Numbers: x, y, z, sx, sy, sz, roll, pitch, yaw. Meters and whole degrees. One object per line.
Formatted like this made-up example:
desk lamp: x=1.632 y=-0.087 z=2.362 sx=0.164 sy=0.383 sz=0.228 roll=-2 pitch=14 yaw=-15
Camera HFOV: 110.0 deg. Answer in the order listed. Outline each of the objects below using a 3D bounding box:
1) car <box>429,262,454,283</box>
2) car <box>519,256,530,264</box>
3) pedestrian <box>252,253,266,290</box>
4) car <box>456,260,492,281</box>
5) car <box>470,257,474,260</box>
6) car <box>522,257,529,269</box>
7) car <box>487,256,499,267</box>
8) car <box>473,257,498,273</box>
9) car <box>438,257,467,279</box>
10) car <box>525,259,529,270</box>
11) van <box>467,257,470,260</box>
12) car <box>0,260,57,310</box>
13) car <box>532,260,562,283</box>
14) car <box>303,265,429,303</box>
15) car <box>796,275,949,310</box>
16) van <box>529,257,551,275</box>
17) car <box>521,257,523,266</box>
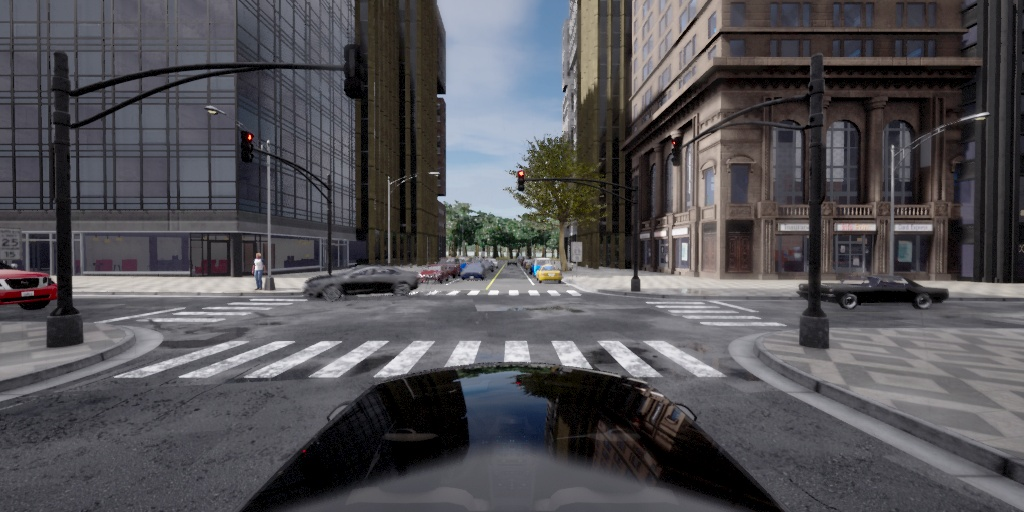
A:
car: x=-5.785 y=1.310 z=26.973 sx=1.802 sy=1.307 sz=4.207 roll=0 pitch=0 yaw=0
car: x=2.711 y=1.201 z=61.067 sx=2.007 sy=1.370 sz=4.403 roll=0 pitch=0 yaw=0
pedestrian: x=-12.537 y=0.740 z=17.796 sx=0.375 sy=1.860 sz=0.375 roll=0 pitch=0 yaw=0
car: x=-3.123 y=1.270 z=30.402 sx=2.033 sy=1.411 sz=5.357 roll=0 pitch=0 yaw=0
car: x=-5.800 y=1.010 z=44.014 sx=2.192 sy=1.841 sz=5.009 roll=0 pitch=0 yaw=0
car: x=2.721 y=1.207 z=49.879 sx=1.751 sy=1.417 sz=4.829 roll=0 pitch=0 yaw=0
car: x=-3.098 y=1.192 z=55.151 sx=1.812 sy=1.442 sz=4.674 roll=0 pitch=0 yaw=0
car: x=-3.129 y=1.188 z=43.439 sx=2.128 sy=1.511 sz=4.902 roll=0 pitch=0 yaw=0
car: x=-5.790 y=1.033 z=32.654 sx=2.192 sy=1.841 sz=5.009 roll=0 pitch=0 yaw=0
car: x=2.730 y=1.274 z=38.349 sx=1.948 sy=1.339 sz=4.313 roll=0 pitch=0 yaw=0
van: x=-5.795 y=1.049 z=38.334 sx=1.690 sy=1.789 sz=3.998 roll=0 pitch=0 yaw=0
car: x=-18.383 y=0.841 z=11.542 sx=5.566 sy=2.045 sz=2.150 roll=1 pitch=1 yaw=0
car: x=2.740 y=1.253 z=27.160 sx=1.751 sy=1.417 sz=4.829 roll=0 pitch=0 yaw=0
car: x=-6.666 y=1.171 z=16.322 sx=4.902 sy=1.511 sz=2.128 roll=1 pitch=1 yaw=-36
car: x=14.698 y=1.443 z=14.844 sx=4.718 sy=1.301 sz=1.895 roll=0 pitch=1 yaw=0
van: x=2.735 y=1.059 z=32.670 sx=1.690 sy=1.789 sz=3.998 roll=0 pitch=0 yaw=0
car: x=2.716 y=1.211 z=55.388 sx=1.888 sy=1.381 sz=4.507 roll=0 pitch=0 yaw=0
